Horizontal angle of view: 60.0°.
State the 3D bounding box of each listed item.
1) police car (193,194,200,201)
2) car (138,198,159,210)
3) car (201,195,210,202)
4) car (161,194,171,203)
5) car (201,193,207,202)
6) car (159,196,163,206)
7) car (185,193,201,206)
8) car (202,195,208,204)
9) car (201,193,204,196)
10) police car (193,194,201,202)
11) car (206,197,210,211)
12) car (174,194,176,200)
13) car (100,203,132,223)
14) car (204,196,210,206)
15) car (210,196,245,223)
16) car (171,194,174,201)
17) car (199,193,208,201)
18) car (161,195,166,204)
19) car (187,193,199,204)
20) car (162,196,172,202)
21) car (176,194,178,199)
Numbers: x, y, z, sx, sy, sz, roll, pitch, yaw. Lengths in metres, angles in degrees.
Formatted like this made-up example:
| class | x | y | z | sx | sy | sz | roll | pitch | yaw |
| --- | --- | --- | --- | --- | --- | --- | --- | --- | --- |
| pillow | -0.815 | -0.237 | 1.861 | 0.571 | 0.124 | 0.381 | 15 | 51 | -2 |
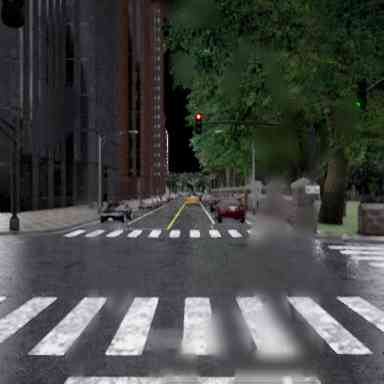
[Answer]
| class | x | y | z | sx | sy | sz | roll | pitch | yaw |
| --- | --- | --- | --- | --- | --- | --- | --- | --- | --- |
| police car | 1.101 | 1.392 | 86.206 | 1.930 | 1.638 | 5.238 | 0 | 0 | 0 |
| car | -5.657 | 1.522 | 41.819 | 2.008 | 1.369 | 4.403 | 0 | 0 | 0 |
| car | 2.952 | 1.489 | 74.714 | 1.752 | 1.417 | 4.829 | 0 | 0 | 0 |
| car | -5.601 | 1.547 | 63.648 | 1.802 | 1.307 | 4.206 | 0 | 0 | 0 |
| car | 2.896 | 1.408 | 52.718 | 1.967 | 1.590 | 4.097 | 0 | 0 | 0 |
| car | -5.643 | 1.551 | 47.276 | 1.802 | 1.307 | 4.206 | 0 | 0 | 0 |
| car | 0.191 | 1.445 | 55.468 | 1.882 | 1.535 | 5.008 | 0 | 0 | 0 |
| car | 2.882 | 1.520 | 47.261 | 2.008 | 1.369 | 4.403 | 0 | 0 | 0 |
| car | 2.910 | 1.407 | 58.175 | 1.967 | 1.590 | 4.097 | 0 | 0 | 0 |
| police car | 1.094 | 1.390 | 76.206 | 1.930 | 1.638 | 5.238 | 0 | 0 | 0 |
| car | 2.854 | 1.538 | 36.348 | 1.947 | 1.339 | 4.313 | 0 | 0 | 0 |
| car | -5.560 | 1.510 | 80.018 | 1.887 | 1.381 | 4.507 | 0 | 0 | 0 |
| car | -5.699 | 1.541 | 25.448 | 1.947 | 1.339 | 4.313 | 0 | 0 | 0 |
| car | 2.868 | 1.521 | 41.805 | 2.008 | 1.369 | 4.403 | 0 | 0 | 0 |
| car | 2.826 | 1.290 | 25.436 | 2.192 | 1.841 | 5.009 | 0 | 0 | 0 |
| car | -5.587 | 1.279 | 69.104 | 2.192 | 1.841 | 5.009 | 0 | 0 | 0 |
| car | 2.979 | 1.281 | 85.457 | 2.192 | 1.841 | 5.009 | 0 | 0 | 0 |
| car | -5.629 | 1.550 | 52.733 | 1.802 | 1.307 | 4.206 | 0 | 0 | 0 |
| car | 0.166 | 1.186 | 65.594 | 2.150 | 2.045 | 5.566 | 0 | 0 | 0 |
| car | -5.573 | 1.509 | 74.561 | 1.887 | 1.381 | 4.507 | 0 | 0 | 0 |
| car | -5.532 | 1.408 | 90.932 | 1.967 | 1.590 | 4.097 | 0 | 0 | 0 |
